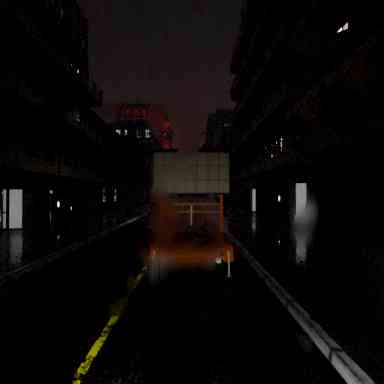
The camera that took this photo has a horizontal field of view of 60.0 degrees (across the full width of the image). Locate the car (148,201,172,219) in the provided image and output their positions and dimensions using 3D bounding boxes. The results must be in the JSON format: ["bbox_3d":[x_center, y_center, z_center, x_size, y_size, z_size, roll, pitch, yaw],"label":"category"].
[{"bbox_3d":[-2.798,1.559,29.939,1.882,1.535,5.008,0,0,0],"label":"car"}]

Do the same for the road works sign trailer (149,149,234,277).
[{"bbox_3d":[-0.016,0.477,10.240,2.380,3.560,2.880,0,0,0],"label":"road works sign trailer"}]
